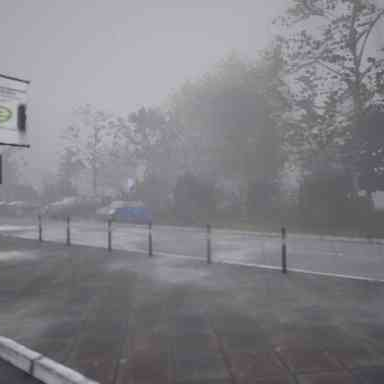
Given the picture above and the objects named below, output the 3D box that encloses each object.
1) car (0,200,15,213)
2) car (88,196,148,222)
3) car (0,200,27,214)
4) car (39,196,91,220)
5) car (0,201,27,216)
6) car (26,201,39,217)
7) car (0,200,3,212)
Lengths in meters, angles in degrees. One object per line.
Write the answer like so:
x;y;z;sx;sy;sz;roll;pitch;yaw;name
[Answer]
-24.075;1.776;39.544;2.163;1.488;4.792;-1;0;35;car
-5.528;1.435;26.636;2.185;1.767;4.553;0;0;35;car
-21.770;1.726;37.912;2.097;1.535;5.008;-1;0;35;car
-10.265;1.367;29.948;2.435;2.045;5.566;-1;0;35;car
-17.122;1.686;34.704;2.231;1.521;4.892;-1;0;35;car
-12.466;1.642;31.509;2.231;1.521;4.892;-1;0;35;car
-26.515;1.768;41.198;2.097;1.535;5.008;-1;0;35;car
